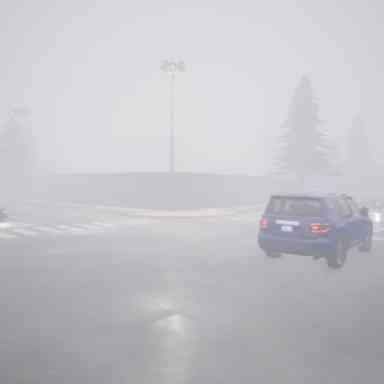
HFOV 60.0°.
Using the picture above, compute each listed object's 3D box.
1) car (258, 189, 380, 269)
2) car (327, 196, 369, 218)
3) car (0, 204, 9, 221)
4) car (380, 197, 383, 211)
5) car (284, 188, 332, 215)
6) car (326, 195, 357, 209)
[{"bbox_3d":[4.227,1.040,10.868,2.150,2.045,5.566,2,2,40],"label":"car"},{"bbox_3d":[12.531,1.126,26.545,1.812,1.442,4.674,2,2,40],"label":"car"},{"bbox_3d":[-12.824,0.936,19.696,5.357,1.411,2.033,2,2,39],"label":"car"},{"bbox_3d":[18.378,1.132,33.516,1.895,1.301,4.718,2,2,40],"label":"car"},{"bbox_3d":[10.354,0.733,29.372,2.150,2.045,5.566,2,2,40],"label":"car"},{"bbox_3d":[16.594,1.039,36.829,1.895,1.301,4.718,2,2,40],"label":"car"}]
